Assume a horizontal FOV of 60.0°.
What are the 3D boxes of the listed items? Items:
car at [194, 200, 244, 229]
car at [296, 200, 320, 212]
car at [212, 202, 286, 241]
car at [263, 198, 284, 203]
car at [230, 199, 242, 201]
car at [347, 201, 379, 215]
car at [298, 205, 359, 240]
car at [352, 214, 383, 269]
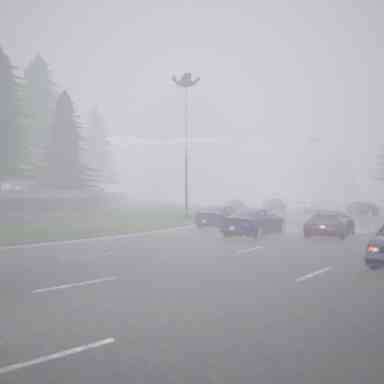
[{"bbox_3d":[2.007,1.578,21.963,1.882,1.535,5.008,0,0,31],"label":"car"},{"bbox_3d":[13.312,1.657,37.882,1.812,1.442,4.674,0,0,1],"label":"car"},{"bbox_3d":[3.315,1.551,17.540,1.882,1.535,5.008,0,0,36],"label":"car"},{"bbox_3d":[9.762,1.509,40.367,2.097,1.767,4.553,0,0,-2],"label":"car"},{"bbox_3d":[5.773,1.688,45.297,2.128,1.511,4.902,0,0,-8],"label":"car"},{"bbox_3d":[16.258,1.595,31.995,1.837,1.490,4.892,1,0,9],"label":"car"},{"bbox_3d":[7.282,1.621,17.502,1.994,1.385,4.181,0,0,33],"label":"car"},{"bbox_3d":[6.828,1.572,10.416,2.033,1.411,5.357,0,0,38],"label":"car"}]
